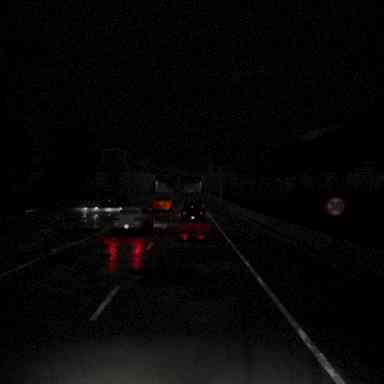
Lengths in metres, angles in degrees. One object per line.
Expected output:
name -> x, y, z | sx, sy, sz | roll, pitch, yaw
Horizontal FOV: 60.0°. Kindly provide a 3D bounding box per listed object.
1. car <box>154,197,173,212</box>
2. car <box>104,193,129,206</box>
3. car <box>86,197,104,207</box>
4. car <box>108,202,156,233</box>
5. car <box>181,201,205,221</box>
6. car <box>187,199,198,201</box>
car -> -3.446, 1.337, 39.308 | 2.097, 1.767, 4.553 | 0, 0, 0
car -> -10.565, 1.140, 48.324 | 2.150, 2.045, 5.566 | 0, 0, 0
car -> -14.059, 1.480, 48.765 | 1.837, 1.490, 4.892 | 0, 1, 0
car -> -3.424, 1.568, 19.659 | 1.812, 1.442, 4.674 | 0, 0, 0
car -> 0.068, 1.642, 27.314 | 1.895, 1.301, 4.718 | 0, 0, 0
car -> 0.049, 1.558, 44.005 | 1.895, 1.301, 4.718 | 0, 0, 0
